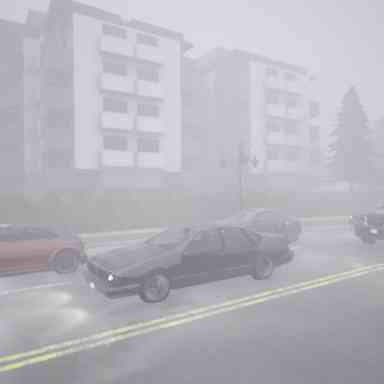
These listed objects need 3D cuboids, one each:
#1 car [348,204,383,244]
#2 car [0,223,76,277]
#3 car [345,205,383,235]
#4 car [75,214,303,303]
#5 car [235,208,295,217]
[{"bbox_3d":[9.183,1.073,13.495,5.566,2.045,2.150,-1,0,-27],"label":"car"},{"bbox_3d":[-5.043,1.549,8.944,4.181,1.385,1.994,-1,0,-33],"label":"car"},{"bbox_3d":[10.840,1.412,18.058,4.718,1.301,1.895,-1,0,-22],"label":"car"},{"bbox_3d":[0.189,1.498,8.248,5.357,1.411,2.033,-1,0,-33],"label":"car"},{"bbox_3d":[2.554,1.425,13.745,4.674,1.442,1.812,-1,0,-31],"label":"car"}]
